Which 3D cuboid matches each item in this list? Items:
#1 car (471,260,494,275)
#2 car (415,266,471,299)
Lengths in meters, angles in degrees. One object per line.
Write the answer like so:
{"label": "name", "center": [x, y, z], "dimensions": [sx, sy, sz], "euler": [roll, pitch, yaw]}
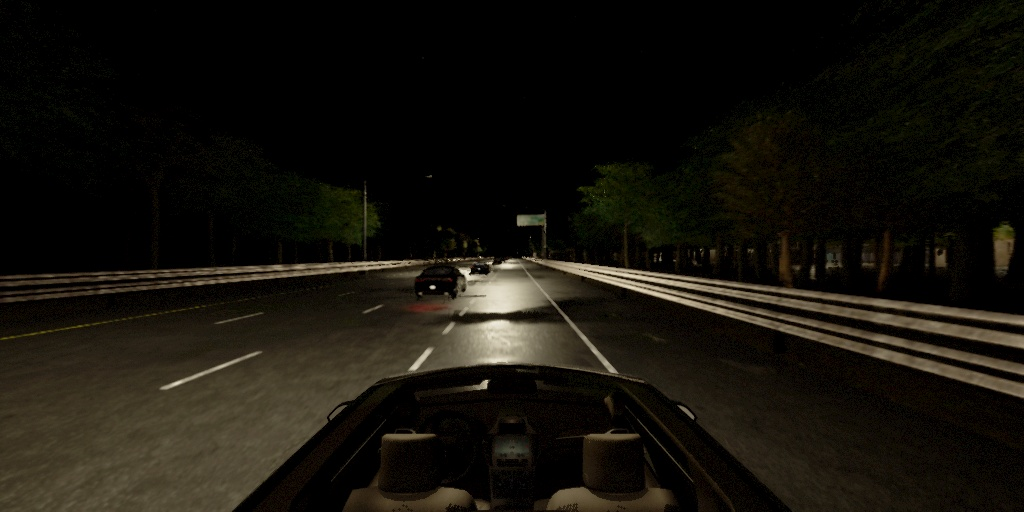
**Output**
{"label": "car", "center": [-3.420, 1.321, 39.385], "dimensions": [1.994, 1.385, 4.181], "euler": [0, 0, 0]}
{"label": "car", "center": [-3.484, 1.231, 18.247], "dimensions": [1.882, 1.535, 5.008], "euler": [0, 0, 0]}
